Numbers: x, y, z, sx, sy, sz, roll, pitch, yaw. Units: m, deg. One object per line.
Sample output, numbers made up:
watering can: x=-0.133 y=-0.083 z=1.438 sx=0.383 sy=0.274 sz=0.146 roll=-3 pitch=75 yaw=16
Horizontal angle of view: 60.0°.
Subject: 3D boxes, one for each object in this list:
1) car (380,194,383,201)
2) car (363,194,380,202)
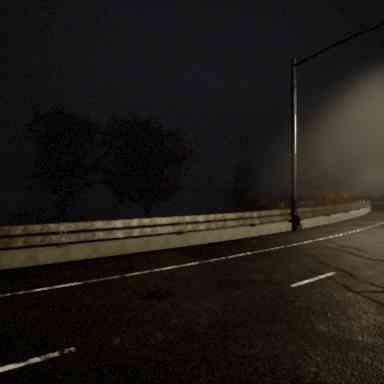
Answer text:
car: x=42.092 y=1.449 z=72.194 sx=1.882 sy=1.535 sz=5.008 roll=0 pitch=0 yaw=8
car: x=38.647 y=1.462 z=72.811 sx=1.882 sy=1.535 sz=5.008 roll=0 pitch=0 yaw=8
